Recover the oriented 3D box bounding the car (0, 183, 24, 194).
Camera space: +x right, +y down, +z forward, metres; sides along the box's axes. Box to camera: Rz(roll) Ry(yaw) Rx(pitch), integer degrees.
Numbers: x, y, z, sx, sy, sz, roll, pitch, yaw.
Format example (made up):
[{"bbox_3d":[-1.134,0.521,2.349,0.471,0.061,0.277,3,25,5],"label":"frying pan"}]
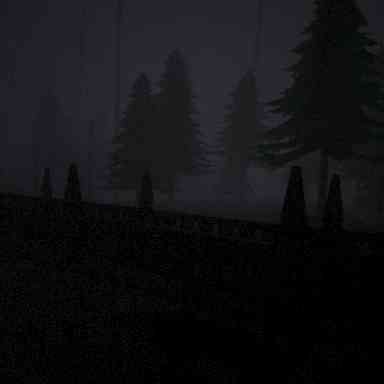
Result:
[{"bbox_3d":[-20.923,-0.219,36.189,2.128,1.511,4.902,4,2,37],"label":"car"}]
